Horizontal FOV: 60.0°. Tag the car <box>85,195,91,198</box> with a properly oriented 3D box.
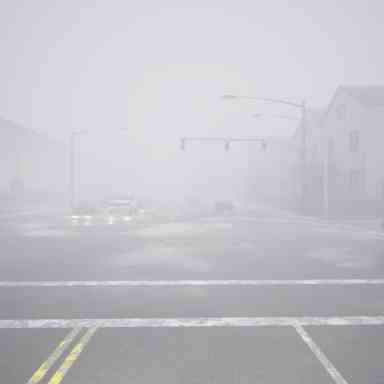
[{"bbox_3d":[-28.105,1.452,84.393,2.038,1.542,4.974,0,0,-36],"label":"car"}]

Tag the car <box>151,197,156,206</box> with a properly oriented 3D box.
[{"bbox_3d":[-7.040,1.477,54.631,1.882,1.535,5.008,0,0,0],"label":"car"}]

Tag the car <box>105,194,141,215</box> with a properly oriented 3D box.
[{"bbox_3d":[-7.070,1.221,34.691,2.150,2.045,5.566,0,0,0],"label":"car"}]

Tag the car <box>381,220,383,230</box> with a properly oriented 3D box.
[{"bbox_3d":[12.930,1.600,18.206,4.674,1.442,1.812,-1,0,1],"label":"car"}]

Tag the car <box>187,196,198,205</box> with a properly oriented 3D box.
[{"bbox_3d":[0.052,1.491,58.646,2.128,1.511,4.902,0,0,0],"label":"car"}]

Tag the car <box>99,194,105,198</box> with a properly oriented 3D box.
[{"bbox_3d":[-10.562,1.221,42.921,2.150,2.045,5.566,0,0,0],"label":"car"}]

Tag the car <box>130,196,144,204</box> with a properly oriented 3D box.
[{"bbox_3d":[-10.488,1.525,63.248,1.812,1.442,4.674,0,0,1],"label":"car"}]

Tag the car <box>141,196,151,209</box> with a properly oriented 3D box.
[{"bbox_3d":[-7.060,1.505,44.243,1.837,1.490,4.892,0,0,0],"label":"car"}]

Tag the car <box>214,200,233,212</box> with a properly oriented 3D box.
[{"bbox_3d":[3.607,1.601,38.609,1.895,1.301,4.718,0,0,0],"label":"car"}]

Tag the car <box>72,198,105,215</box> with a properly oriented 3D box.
[{"bbox_3d":[-10.570,1.564,33.662,1.994,1.385,4.181,0,0,0],"label":"car"}]

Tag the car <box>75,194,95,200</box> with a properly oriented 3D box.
[{"bbox_3d":[-28.890,1.452,89.760,2.038,1.542,4.974,0,0,29],"label":"car"}]

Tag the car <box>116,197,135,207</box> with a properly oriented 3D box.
[{"bbox_3d":[-10.549,1.547,53.166,2.033,1.411,5.357,0,0,0],"label":"car"}]
